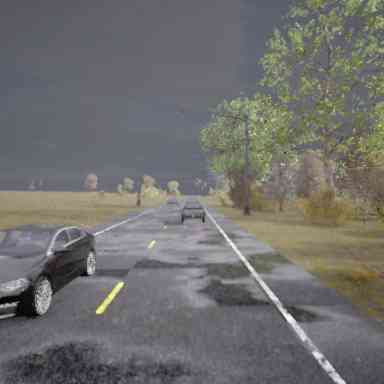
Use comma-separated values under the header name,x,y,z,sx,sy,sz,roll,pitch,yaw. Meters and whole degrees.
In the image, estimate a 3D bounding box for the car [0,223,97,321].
name,x,y,z,sx,sy,sz,roll,pitch,yaw
car,-3.602,1.512,7.542,2.128,1.511,4.902,0,0,0

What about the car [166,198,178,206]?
name,x,y,z,sx,sy,sz,roll,pitch,yaw
car,-3.556,1.737,60.469,1.994,1.385,4.181,0,0,1

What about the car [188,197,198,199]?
name,x,y,z,sx,sy,sz,roll,pitch,yaw
car,0.092,1.474,43.151,2.097,1.767,4.553,0,0,0

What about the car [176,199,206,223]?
name,x,y,z,sx,sy,sz,roll,pitch,yaw
car,0.094,1.564,26.704,2.128,1.511,4.902,0,0,0
